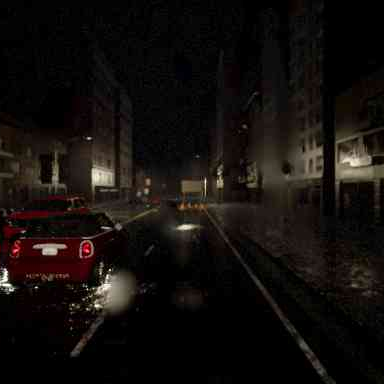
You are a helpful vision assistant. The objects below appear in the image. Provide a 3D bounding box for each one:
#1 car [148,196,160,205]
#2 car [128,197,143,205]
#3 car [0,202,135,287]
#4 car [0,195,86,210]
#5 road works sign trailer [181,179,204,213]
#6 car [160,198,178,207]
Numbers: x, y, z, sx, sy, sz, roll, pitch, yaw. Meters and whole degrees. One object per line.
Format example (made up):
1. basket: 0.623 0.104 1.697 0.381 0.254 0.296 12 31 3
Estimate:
1. car: -6.530 1.433 57.948 1.882 1.535 5.008 0 0 1
2. car: -9.773 1.502 57.922 2.033 1.411 5.357 0 0 1
3. car: -3.149 1.344 9.492 2.097 1.767 4.553 0 0 0
4. car: -6.597 1.208 15.893 2.150 2.045 5.566 0 0 0
5. road works sign trailer: 0.002 0.436 35.904 2.380 3.560 2.880 0 0 0
6. car: -3.146 1.525 49.570 1.994 1.385 4.181 0 0 0
